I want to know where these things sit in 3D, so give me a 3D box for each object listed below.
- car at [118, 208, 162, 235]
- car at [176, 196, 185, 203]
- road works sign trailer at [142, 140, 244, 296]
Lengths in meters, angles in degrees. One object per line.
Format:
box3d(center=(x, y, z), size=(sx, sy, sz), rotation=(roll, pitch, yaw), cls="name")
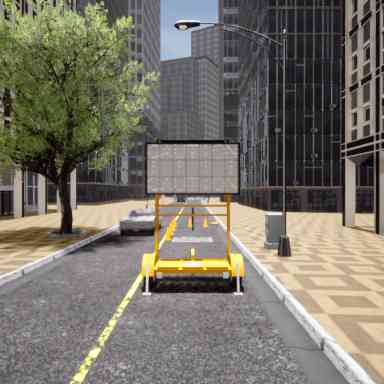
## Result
box3d(center=(-2.810, 1.603, 18.879), size=(1.895, 1.301, 4.718), rotation=(0, 0, 0), cls="car")
box3d(center=(-2.517, 1.591, 75.759), size=(1.882, 1.535, 5.008), rotation=(0, 0, 1), cls="car")
box3d(center=(0.018, 0.464, 8.636), size=(2.380, 3.560, 2.880), rotation=(0, 0, 0), cls="road works sign trailer")
